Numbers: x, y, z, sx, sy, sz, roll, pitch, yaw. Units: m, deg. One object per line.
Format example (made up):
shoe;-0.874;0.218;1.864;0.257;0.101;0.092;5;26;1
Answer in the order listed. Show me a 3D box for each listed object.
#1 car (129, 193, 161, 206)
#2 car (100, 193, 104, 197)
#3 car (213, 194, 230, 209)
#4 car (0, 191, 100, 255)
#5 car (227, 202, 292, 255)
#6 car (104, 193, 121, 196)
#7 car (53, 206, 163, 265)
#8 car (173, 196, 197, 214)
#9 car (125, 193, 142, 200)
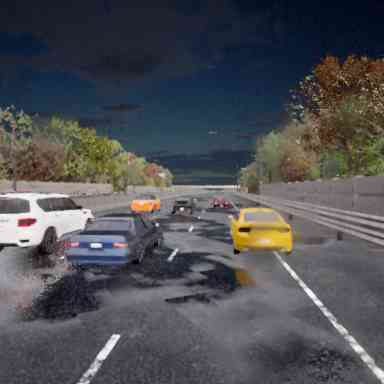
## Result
car;-4.186;1.025;30.966;2.097;1.767;4.553;0;1;5
car;-18.811;0.852;67.827;1.994;1.385;4.181;0;0;5
car;3.415;1.211;38.489;1.895;1.301;4.718;0;1;5
car;-5.680;1.075;12.779;2.150;2.045;5.566;0;1;5
car;2.470;1.347;12.761;1.882;1.535;5.008;0;1;5
car;-15.384;0.910;66.799;1.895;1.301;4.718;0;1;5
car;-2.298;1.423;11.207;2.033;1.411;5.357;0;1;5
car;-0.659;1.182;31.133;1.837;1.490;4.892;0;1;5
car;-11.801;0.855;67.690;2.033;1.411;5.357;0;0;5
